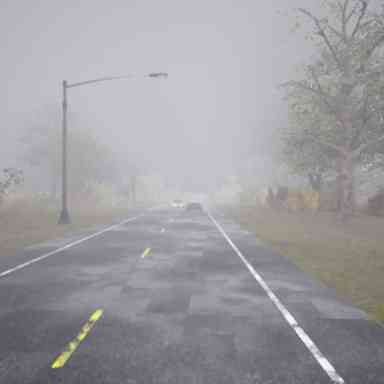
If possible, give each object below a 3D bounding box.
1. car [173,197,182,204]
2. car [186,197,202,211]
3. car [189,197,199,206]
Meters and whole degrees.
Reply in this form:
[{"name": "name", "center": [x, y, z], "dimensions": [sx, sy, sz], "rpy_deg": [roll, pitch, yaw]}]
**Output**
[{"name": "car", "center": [-3.062, 1.805, 70.461], "dimensions": [1.895, 1.301, 4.718], "rpy_deg": [0, 0, 1]}, {"name": "car", "center": [0.252, 1.654, 42.863], "dimensions": [1.812, 1.442, 4.674], "rpy_deg": [0, 0, 0]}, {"name": "car", "center": [0.431, 1.709, 61.562], "dimensions": [1.812, 1.442, 4.674], "rpy_deg": [0, 0, 1]}]
